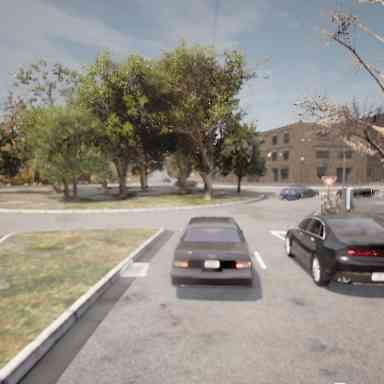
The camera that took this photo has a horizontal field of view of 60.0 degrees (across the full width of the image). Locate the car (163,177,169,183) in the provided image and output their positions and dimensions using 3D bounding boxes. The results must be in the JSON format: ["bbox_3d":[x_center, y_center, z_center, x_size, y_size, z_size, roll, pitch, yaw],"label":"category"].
[{"bbox_3d":[-6.344,-2.919,84.075,1.837,1.490,4.892,0,2,-4],"label":"car"}]

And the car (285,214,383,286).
[{"bbox_3d":[3.807,1.337,8.874,1.837,1.490,4.892,0,2,4],"label":"car"}]

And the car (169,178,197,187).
[{"bbox_3d":[-1.298,-1.615,59.045,2.033,1.411,5.357,-3,5,-39],"label":"car"}]

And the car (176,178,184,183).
[{"bbox_3d":[-3.078,-2.833,84.068,1.895,1.301,4.718,0,2,-4],"label":"car"}]

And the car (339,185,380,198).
[{"bbox_3d":[18.150,-0.064,35.949,4.718,1.301,1.895,-2,4,-29],"label":"car"}]

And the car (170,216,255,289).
[{"bbox_3d":[0.550,1.370,8.948,2.033,1.411,5.357,0,2,4],"label":"car"}]

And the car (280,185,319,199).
[{"bbox_3d":[11.397,-0.047,35.073,5.357,1.411,2.033,-4,5,-44],"label":"car"}]

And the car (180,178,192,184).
[{"bbox_3d":[-1.389,-2.381,72.750,1.895,1.301,4.718,-1,2,-9],"label":"car"}]
